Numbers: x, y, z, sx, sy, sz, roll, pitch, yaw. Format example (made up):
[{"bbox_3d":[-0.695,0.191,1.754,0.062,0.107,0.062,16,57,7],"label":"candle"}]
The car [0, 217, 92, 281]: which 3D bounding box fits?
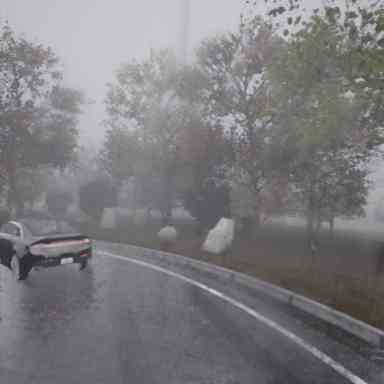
[{"bbox_3d":[-4.791,1.526,10.076,2.128,1.511,4.902,-1,0,-43],"label":"car"}]
